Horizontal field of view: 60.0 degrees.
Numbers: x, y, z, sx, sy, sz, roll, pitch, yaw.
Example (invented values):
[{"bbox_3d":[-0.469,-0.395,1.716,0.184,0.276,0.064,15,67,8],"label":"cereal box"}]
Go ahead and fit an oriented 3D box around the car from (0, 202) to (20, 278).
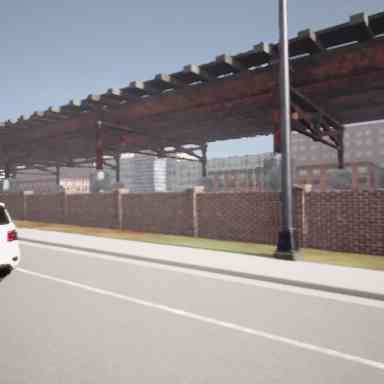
[{"bbox_3d":[-6.802,1.207,8.843,5.566,2.045,2.150,0,0,35],"label":"car"}]
